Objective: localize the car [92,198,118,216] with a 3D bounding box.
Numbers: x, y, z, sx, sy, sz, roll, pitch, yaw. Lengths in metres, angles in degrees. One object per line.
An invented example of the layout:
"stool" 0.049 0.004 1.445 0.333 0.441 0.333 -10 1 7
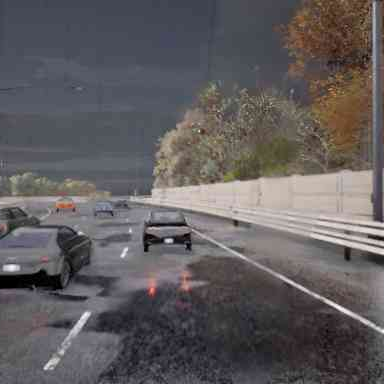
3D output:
"car" -9.070 1.596 33.802 2.033 1.411 5.357 0 0 -18

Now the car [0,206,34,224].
"car" -8.148 1.395 14.373 2.097 1.767 4.553 0 0 -8

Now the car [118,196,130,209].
"car" -10.103 1.560 46.445 1.837 1.490 4.892 0 0 -21

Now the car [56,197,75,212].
"car" -15.636 1.435 41.091 2.097 1.767 4.553 0 0 -23

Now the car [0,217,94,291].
"car" -4.008 1.585 9.068 1.994 1.385 4.181 0 0 -5

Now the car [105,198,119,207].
"car" -13.323 1.673 55.234 1.895 1.301 4.718 0 0 -17

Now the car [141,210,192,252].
"car" -1.118 1.498 14.096 2.128 1.511 4.902 0 0 -7
